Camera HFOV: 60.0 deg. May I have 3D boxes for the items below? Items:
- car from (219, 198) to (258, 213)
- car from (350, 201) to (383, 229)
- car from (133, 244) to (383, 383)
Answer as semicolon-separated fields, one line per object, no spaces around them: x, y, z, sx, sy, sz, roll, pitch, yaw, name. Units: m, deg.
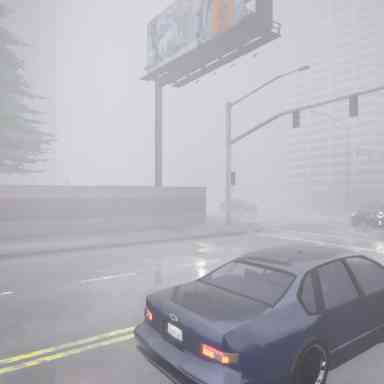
5.092;1.478;36.865;1.882;1.535;5.008;0;0;-35;car
12.082;1.352;21.165;4.553;1.767;2.097;0;0;-35;car
1.832;1.547;5.069;5.357;1.411;2.033;0;0;-37;car
